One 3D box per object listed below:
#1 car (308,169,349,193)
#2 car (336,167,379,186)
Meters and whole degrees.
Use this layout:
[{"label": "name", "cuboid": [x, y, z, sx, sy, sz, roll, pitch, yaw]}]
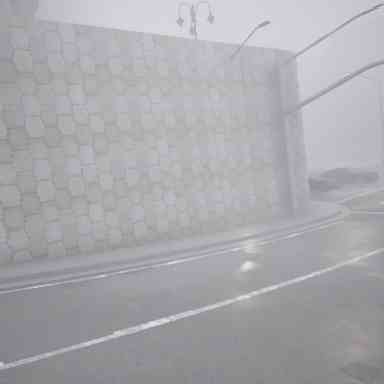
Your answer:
[{"label": "car", "cuboid": [9.779, -0.754, 27.117, 1.812, 1.442, 4.674, -11, 6, -35]}, {"label": "car", "cuboid": [13.171, -1.368, 28.346, 1.882, 1.535, 5.008, -11, 7, -35]}]
